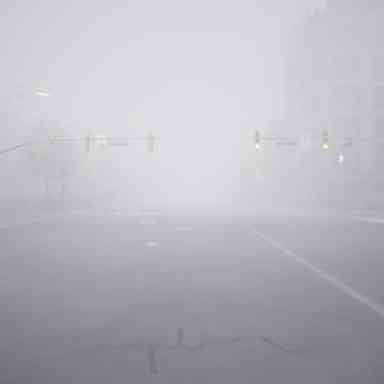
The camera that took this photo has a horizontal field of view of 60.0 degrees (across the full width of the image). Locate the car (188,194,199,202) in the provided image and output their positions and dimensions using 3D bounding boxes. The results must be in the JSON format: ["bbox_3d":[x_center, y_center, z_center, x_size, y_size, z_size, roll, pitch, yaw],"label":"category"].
[{"bbox_3d":[0.017,1.598,75.843,2.033,1.411,5.357,0,0,0],"label":"car"}]

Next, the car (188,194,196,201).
[{"bbox_3d":[0.019,1.388,86.224,2.097,1.767,4.553,0,0,1],"label":"car"}]
